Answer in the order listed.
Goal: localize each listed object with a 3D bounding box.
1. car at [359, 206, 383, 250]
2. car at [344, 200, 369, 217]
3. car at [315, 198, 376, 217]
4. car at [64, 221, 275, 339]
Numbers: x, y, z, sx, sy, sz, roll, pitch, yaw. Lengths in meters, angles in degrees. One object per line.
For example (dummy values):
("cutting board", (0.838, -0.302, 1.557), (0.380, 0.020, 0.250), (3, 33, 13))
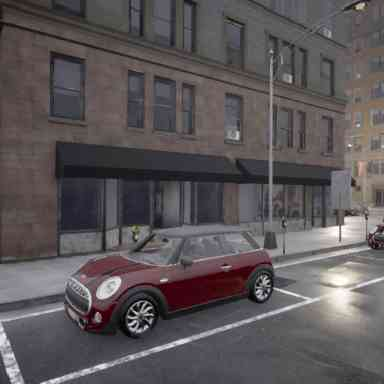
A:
("car", (8.619, 1.445, 12.934), (4.097, 1.590, 1.967), (0, 0, -36))
("car", (12.591, 1.254, 29.292), (2.097, 1.767, 4.553), (1, 0, -36))
("car", (14.648, 1.417, 32.007), (2.128, 1.511, 4.902), (1, 0, -36))
("car", (-0.314, 1.441, 6.538), (4.097, 1.590, 1.967), (0, 0, -36))
